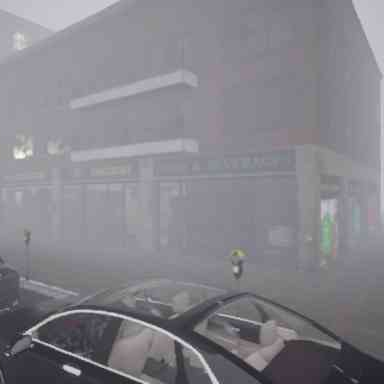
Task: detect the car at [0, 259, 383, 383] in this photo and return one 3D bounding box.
[{"bbox_3d":[-0.447,1.560,3.195,4.403,1.369,2.008,0,0,36],"label":"car"}]

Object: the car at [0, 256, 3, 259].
[{"bbox_3d":[-5.045,1.586,6.476,4.403,1.369,2.008,0,0,36],"label":"car"}]
